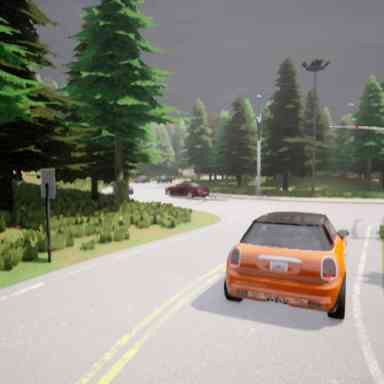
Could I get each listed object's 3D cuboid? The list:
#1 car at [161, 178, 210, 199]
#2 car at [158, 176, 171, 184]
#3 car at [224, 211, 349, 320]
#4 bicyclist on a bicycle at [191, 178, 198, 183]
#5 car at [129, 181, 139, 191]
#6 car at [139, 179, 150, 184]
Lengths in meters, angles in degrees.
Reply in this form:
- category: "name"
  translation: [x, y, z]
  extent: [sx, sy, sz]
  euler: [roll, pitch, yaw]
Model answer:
- category: "car"
  translation: [-0.483, -0.209, 31.983]
  extent: [1.882, 1.535, 5.008]
  euler: [-5, 6, -44]
- category: "car"
  translation: [-4.933, -2.295, 61.351]
  extent: [1.812, 1.442, 4.674]
  euler: [1, 4, 14]
- category: "car"
  translation: [2.359, 1.212, 7.545]
  extent: [2.097, 1.767, 4.553]
  euler: [2, 2, 25]
- category: "bicyclist on a bicycle"
  translation: [0.156, -0.780, 37.301]
  extent: [1.656, 1.620, 0.582]
  euler: [-3, 5, -28]
- category: "car"
  translation: [-7.646, -0.434, 36.469]
  extent: [2.033, 1.411, 5.357]
  euler: [-2, 5, -21]
- category: "car"
  translation: [-9.028, -2.196, 59.999]
  extent: [1.837, 1.490, 4.892]
  euler: [0, 4, 10]
